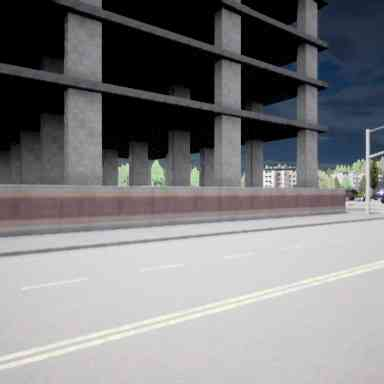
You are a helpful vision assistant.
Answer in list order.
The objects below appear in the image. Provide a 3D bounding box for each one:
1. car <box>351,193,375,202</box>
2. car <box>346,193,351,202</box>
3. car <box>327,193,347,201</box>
[{"bbox_3d":[35.467,1.357,69.127,3.806,1.475,1.970,0,0,-35],"label":"car"},{"bbox_3d":[33.795,1.325,71.490,3.905,1.438,1.784,0,0,-35],"label":"car"},{"bbox_3d":[32.203,1.114,73.651,4.605,1.855,1.932,0,0,-35],"label":"car"}]
